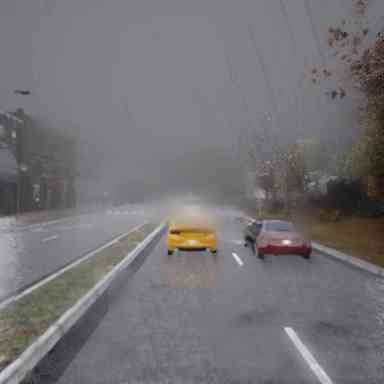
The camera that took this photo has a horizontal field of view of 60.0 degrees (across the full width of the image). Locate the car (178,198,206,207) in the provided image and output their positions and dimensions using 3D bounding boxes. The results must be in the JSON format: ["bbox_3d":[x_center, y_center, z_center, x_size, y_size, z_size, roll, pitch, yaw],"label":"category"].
[{"bbox_3d":[0.009,1.538,27.596,2.150,2.045,5.566,0,0,0],"label":"car"}]

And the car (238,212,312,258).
[{"bbox_3d":[3.274,1.718,13.468,1.994,1.385,4.181,0,-1,0],"label":"car"}]

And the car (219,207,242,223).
[{"bbox_3d":[3.267,1.922,28.283,1.895,1.301,4.718,0,-1,0],"label":"car"}]

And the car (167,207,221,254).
[{"bbox_3d":[0.027,1.640,14.262,1.882,1.535,5.008,0,0,0],"label":"car"}]
